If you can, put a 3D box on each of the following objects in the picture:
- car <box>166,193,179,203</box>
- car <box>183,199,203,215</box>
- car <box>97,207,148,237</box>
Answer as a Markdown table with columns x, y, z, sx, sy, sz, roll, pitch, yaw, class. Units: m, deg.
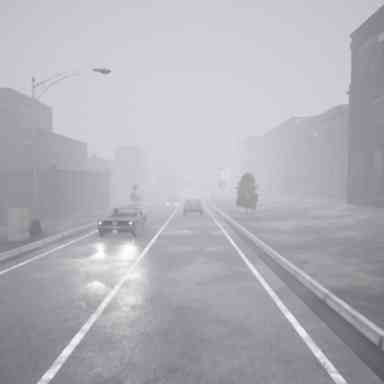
| x | y | z | sx | sy | sz | roll | pitch | yaw | class |
| --- | --- | --- | --- | --- | --- | --- | --- | --- | --- |
| -3.475 | 0.940 | 59.262 | 2.097 | 1.767 | 4.553 | 0 | 0 | 1 | car |
| 0.108 | 1.341 | 31.608 | 2.033 | 1.411 | 5.357 | 0 | 1 | 0 | car |
| -3.590 | 1.517 | 17.759 | 1.895 | 1.301 | 4.718 | 0 | 0 | 0 | car |
